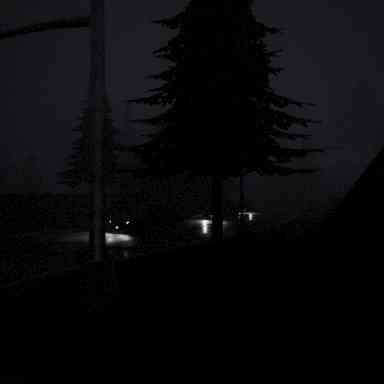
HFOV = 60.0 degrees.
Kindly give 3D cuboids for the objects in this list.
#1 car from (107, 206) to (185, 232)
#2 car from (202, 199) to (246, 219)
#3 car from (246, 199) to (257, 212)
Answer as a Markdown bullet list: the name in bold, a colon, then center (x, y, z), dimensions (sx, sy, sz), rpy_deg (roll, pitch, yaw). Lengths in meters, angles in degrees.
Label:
- **car**: center (-2.587, 1.547, 20.357), dimensions (2.033, 1.411, 5.357), rpy_deg (0, 0, 35)
- **car**: center (2.735, 1.547, 29.223), dimensions (2.033, 1.411, 5.357), rpy_deg (0, 0, 26)
- **car**: center (6.507, 1.547, 38.959), dimensions (2.033, 1.411, 5.357), rpy_deg (0, 0, 16)
